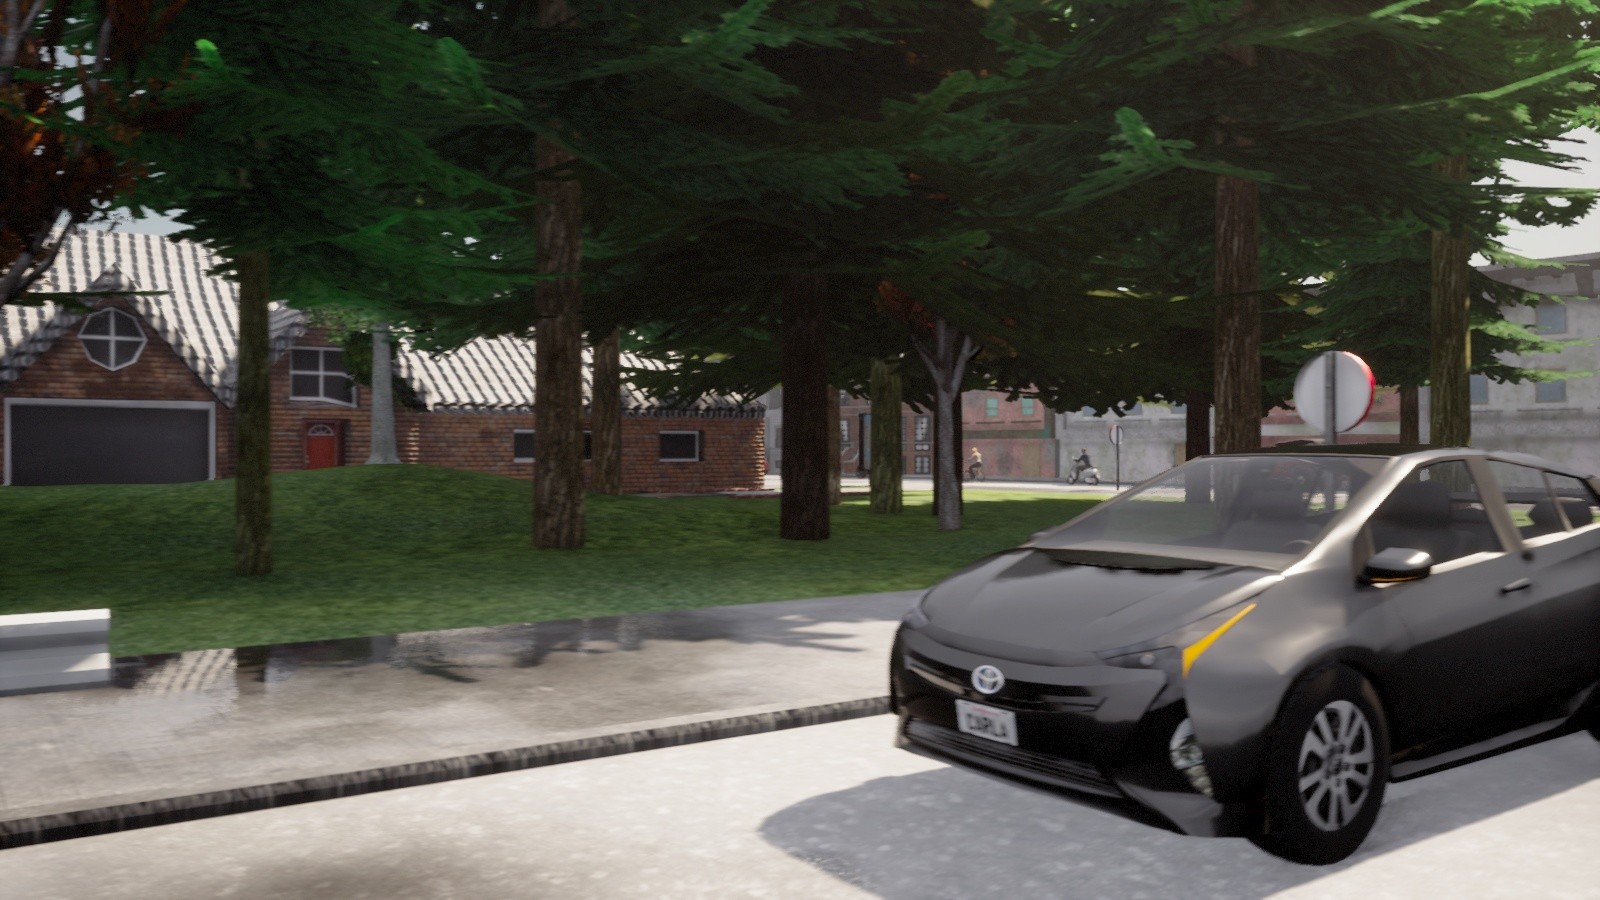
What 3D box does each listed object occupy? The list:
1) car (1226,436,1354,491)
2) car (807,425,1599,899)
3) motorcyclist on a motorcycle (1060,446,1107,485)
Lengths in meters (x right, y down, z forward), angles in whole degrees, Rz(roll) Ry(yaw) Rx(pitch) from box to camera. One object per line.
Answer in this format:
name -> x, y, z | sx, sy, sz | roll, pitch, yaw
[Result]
car -> 17.449, 0.456, 44.840 | 1.905, 1.878, 3.866 | 0, 0, -35
car -> 2.462, 0.680, 5.982 | 4.514, 1.525, 2.007 | 0, 0, -35
motorcyclist on a motorcycle -> 11.921, 0.645, 52.882 | 0.866, 1.590, 1.817 | 0, 0, -35
